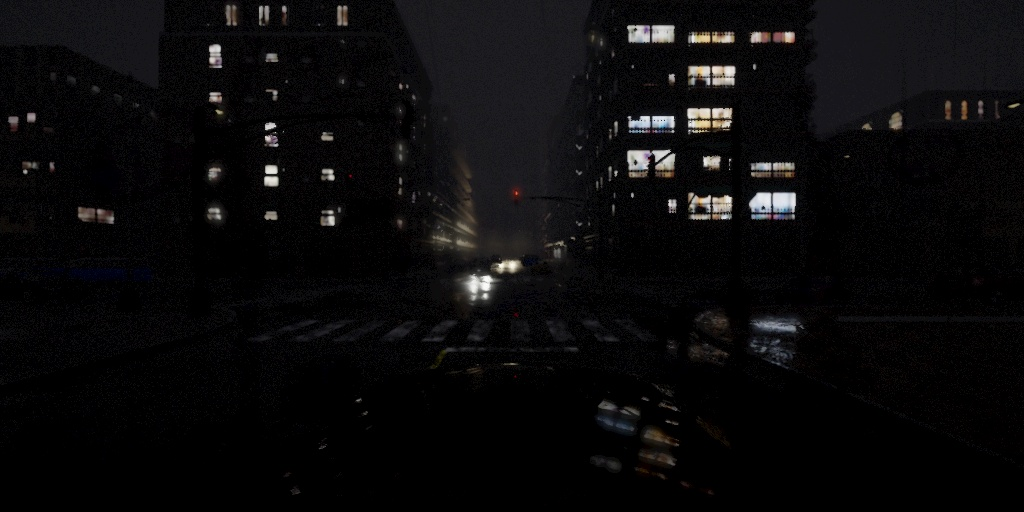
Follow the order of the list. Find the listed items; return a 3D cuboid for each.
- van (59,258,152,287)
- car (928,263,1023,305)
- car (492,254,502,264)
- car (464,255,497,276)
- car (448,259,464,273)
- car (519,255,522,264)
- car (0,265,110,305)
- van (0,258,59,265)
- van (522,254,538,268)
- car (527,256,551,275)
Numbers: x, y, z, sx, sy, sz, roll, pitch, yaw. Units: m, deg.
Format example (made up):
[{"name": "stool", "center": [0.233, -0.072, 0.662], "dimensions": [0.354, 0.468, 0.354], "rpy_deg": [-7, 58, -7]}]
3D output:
[{"name": "van", "center": [-24.804, 0.986, 22.176], "dimensions": [3.998, 1.789, 1.690], "rpy_deg": [0, 0, 1]}, {"name": "car", "center": [18.691, 0.985, 13.608], "dimensions": [4.097, 1.591, 1.967], "rpy_deg": [0, 0, 1]}, {"name": "car", "center": [-2.738, 0.446, 61.102], "dimensions": [2.097, 1.767, 4.553], "rpy_deg": [0, 0, 0]}, {"name": "car", "center": [-2.744, 0.950, 32.715], "dimensions": [2.128, 1.511, 4.902], "rpy_deg": [0, 1, 0]}, {"name": "car", "center": [-5.437, 0.970, 36.532], "dimensions": [2.007, 1.370, 4.403], "rpy_deg": [0, 0, 0]}, {"name": "car", "center": [2.577, 0.582, 53.561], "dimensions": [2.192, 1.841, 5.009], "rpy_deg": [0, 0, 0]}, {"name": "car", "center": [-19.335, 1.165, 14.209], "dimensions": [4.403, 1.370, 2.007], "rpy_deg": [0, 0, 1]}, {"name": "van", "center": [-30.398, 0.996, 22.265], "dimensions": [3.998, 1.789, 1.690], "rpy_deg": [0, 0, 1]}, {"name": "van", "center": [2.608, 0.658, 47.907], "dimensions": [1.690, 1.789, 3.998], "rpy_deg": [0, 0, 0]}, {"name": "car", "center": [2.702, 0.969, 34.075], "dimensions": [1.751, 1.417, 4.829], "rpy_deg": [0, 0, 0]}]
